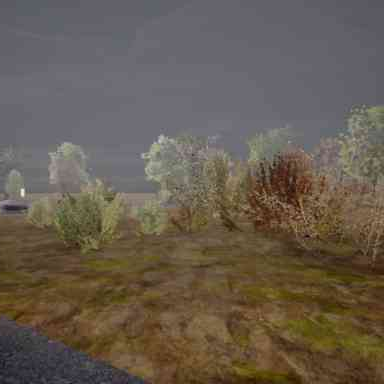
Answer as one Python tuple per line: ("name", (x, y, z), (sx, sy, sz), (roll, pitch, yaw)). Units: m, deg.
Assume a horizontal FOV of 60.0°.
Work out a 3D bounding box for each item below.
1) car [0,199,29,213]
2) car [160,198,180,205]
("car", (-19.665, 1.505, 36.611), (2.128, 1.511, 4.902), (0, 0, 37))
("car", (-3.880, 1.522, 56.890), (2.128, 1.511, 4.902), (0, 0, 40))
